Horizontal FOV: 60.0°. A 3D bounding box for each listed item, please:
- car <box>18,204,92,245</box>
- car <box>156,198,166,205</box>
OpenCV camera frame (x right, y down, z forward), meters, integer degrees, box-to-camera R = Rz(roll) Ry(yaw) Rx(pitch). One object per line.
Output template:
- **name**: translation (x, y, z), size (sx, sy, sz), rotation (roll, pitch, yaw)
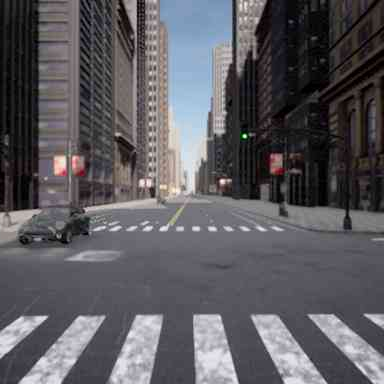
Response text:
- **car**: translation (-6.504, 1.436, 16.284), size (2.097, 1.767, 4.553), rotation (0, 0, 0)
- **car**: translation (-6.531, 1.979, 70.546), size (1.837, 1.490, 4.892), rotation (0, 0, 0)
